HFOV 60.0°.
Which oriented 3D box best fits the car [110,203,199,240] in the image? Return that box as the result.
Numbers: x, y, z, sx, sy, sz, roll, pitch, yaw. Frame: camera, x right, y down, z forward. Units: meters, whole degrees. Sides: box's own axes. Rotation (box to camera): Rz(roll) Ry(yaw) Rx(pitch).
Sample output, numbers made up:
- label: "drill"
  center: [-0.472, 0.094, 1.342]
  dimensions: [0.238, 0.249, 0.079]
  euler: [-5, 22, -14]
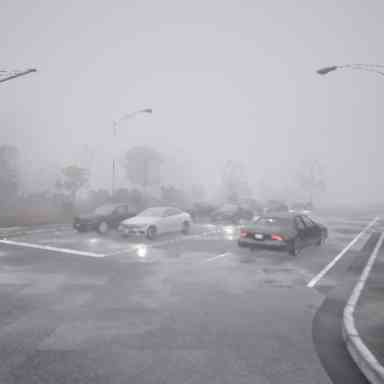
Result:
- label: "car"
  center: [-1.765, 1.508, 17.279]
  dimensions: [1.812, 1.442, 4.674]
  euler: [0, 0, 32]

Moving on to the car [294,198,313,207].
- label: "car"
  center: [14.018, 1.505, 42.152]
  dimensions: [1.812, 1.442, 4.674]
  euler: [0, 0, 33]

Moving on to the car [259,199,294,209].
- label: "car"
  center: [8.085, 1.471, 32.853]
  dimensions: [2.128, 1.511, 4.902]
  euler: [0, 0, 32]

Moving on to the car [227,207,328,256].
- label: "car"
  center: [3.754, 1.540, 13.171]
  dimensions: [2.033, 1.411, 5.357]
  euler: [0, 0, 37]

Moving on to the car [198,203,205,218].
- label: "car"
  center: [0.408, 1.577, 27.277]
  dimensions: [1.895, 1.301, 4.718]
  euler: [0, 0, 32]

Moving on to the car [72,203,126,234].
- label: "car"
  center: [-4.580, 1.455, 19.379]
  dimensions: [1.882, 1.535, 5.008]
  euler: [0, 0, 32]

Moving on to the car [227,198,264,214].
- label: "car"
  center: [5.861, 1.467, 35.877]
  dimensions: [2.128, 1.511, 4.902]
  euler: [0, 0, 33]

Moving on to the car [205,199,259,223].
- label: "car"
  center: [3.093, 1.507, 24.968]
  dimensions: [1.812, 1.442, 4.674]
  euler: [0, 0, 32]
